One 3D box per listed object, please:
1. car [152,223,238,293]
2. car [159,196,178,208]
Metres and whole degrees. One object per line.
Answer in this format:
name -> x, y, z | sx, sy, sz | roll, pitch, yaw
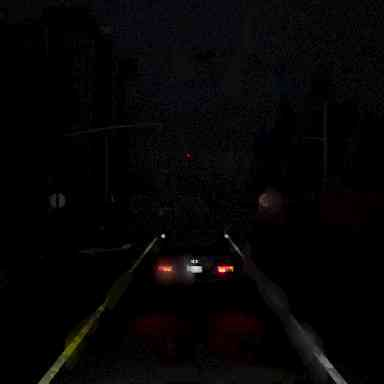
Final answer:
car -> 0.074, 1.546, 8.964 | 2.033, 1.411, 5.357 | 0, 0, 0
car -> -3.510, 1.539, 47.446 | 2.033, 1.411, 5.357 | 0, 0, 0
